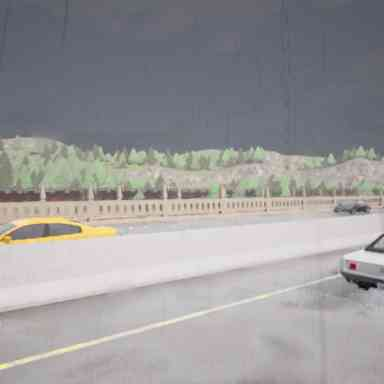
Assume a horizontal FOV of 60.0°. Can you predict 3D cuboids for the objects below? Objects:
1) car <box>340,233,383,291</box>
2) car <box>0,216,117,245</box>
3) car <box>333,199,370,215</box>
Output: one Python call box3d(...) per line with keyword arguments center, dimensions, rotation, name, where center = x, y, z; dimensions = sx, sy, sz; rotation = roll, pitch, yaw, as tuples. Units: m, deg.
box3d(center=(5.585, 1.588, 7.863), dimensions=(4.718, 1.301, 1.895), rotation=(0, 0, -37), name="car")
box3d(center=(-4.561, 1.482, 9.368), dimensions=(5.008, 1.535, 1.882), rotation=(0, 0, -36), name="car")
box3d(center=(16.074, 1.484, 33.297), dimensions=(4.674, 1.442, 1.812), rotation=(0, 0, -37), name="car")
